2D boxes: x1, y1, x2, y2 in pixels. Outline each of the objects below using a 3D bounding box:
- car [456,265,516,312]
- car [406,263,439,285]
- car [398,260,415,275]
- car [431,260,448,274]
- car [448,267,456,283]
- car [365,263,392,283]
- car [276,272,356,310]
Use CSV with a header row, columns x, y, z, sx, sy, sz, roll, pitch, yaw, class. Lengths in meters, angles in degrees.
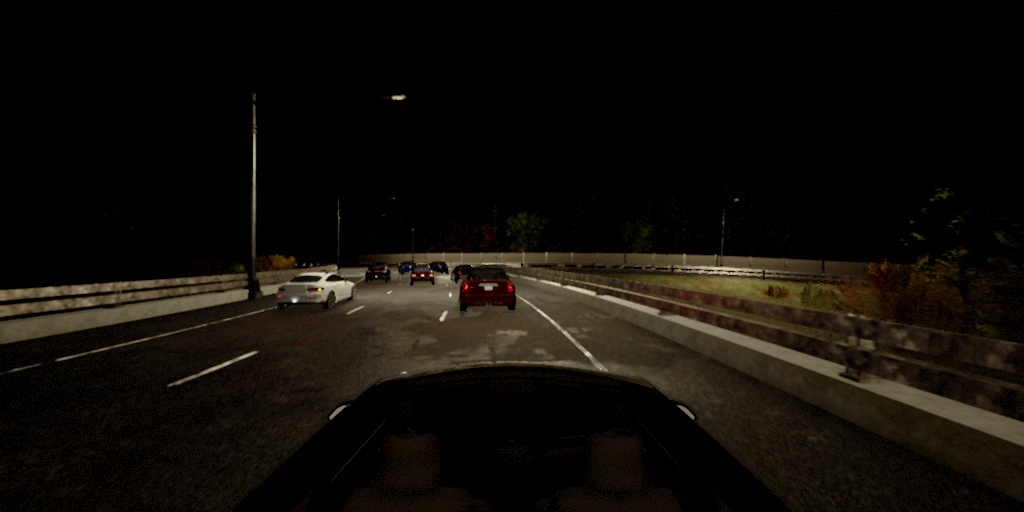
x,y,z,sx,sy,sz,roll,pitch,yaw,class
-1.107,1.195,14.994,2.097,1.767,4.553,0,0,-7,car
-7.238,1.496,28.918,2.033,1.411,5.357,0,0,-15,car
-13.247,1.425,45.671,2.097,1.767,4.553,0,0,-23,car
-9.612,1.422,46.066,2.097,1.767,4.553,0,0,-23,car
-4.173,1.482,30.846,1.812,1.442,4.674,0,-1,-15,car
-11.527,1.463,31.086,2.128,1.511,4.902,0,0,-16,car
-8.175,1.382,15.292,1.812,1.442,4.674,0,0,-7,car
